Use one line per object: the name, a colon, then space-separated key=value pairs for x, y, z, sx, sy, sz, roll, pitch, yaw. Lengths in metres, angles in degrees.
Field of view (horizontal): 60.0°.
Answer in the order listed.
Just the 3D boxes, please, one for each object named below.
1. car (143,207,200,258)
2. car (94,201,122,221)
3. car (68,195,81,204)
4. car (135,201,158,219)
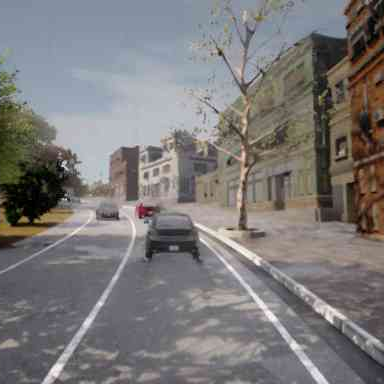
car: x=-0.821 y=1.536 z=12.960 sx=1.837 sy=1.490 sz=4.892 roll=1 pitch=0 yaw=-6
car: x=-6.949 y=1.524 z=27.564 sx=1.837 sy=1.490 sz=4.892 roll=1 pitch=0 yaw=-14
car: x=-22.887 y=1.422 z=64.703 sx=2.128 sy=1.511 sz=4.902 roll=3 pitch=-1 yaw=-31
car: x=-4.092 y=1.574 z=30.244 sx=1.882 sy=1.535 sz=5.008 roll=1 pitch=-1 yaw=-15
